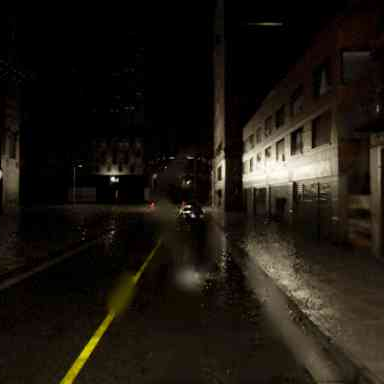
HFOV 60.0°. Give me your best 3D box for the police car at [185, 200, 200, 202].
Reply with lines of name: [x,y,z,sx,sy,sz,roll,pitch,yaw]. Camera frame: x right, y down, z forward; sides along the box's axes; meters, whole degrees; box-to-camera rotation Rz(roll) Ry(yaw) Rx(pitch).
police car: [0.045,1.819,42.616,1.930,1.638,5.238,0,-1,0]

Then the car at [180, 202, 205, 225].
car: [0.068,1.790,26.240,2.033,1.411,5.357,0,-1,0]
